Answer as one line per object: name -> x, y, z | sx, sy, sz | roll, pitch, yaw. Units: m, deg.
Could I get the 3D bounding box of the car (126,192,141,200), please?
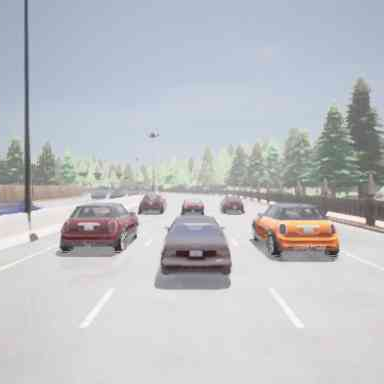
car -> -10.585, 0.672, 60.610 | 1.812, 1.442, 4.674 | 0, 1, 1

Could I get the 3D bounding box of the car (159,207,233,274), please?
car -> 0.092, 1.404, 10.019 | 2.033, 1.411, 5.357 | 0, 1, 0

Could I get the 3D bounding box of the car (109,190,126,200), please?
car -> -14.072, 0.465, 63.054 | 2.097, 1.767, 4.553 | 0, 1, 0

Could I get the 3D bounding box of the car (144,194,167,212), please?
car -> -3.424, 0.932, 29.814 | 2.097, 1.767, 4.553 | 0, 1, 0

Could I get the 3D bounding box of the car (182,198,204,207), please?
car -> 0.078, 1.192, 28.913 | 1.895, 1.301, 4.718 | 0, 1, 0

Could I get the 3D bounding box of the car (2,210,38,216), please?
car -> -10.604, 1.250, 19.729 | 1.812, 1.442, 4.674 | 0, 1, 0

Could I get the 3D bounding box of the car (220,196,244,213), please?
car -> 3.576, 1.100, 30.012 | 1.812, 1.442, 4.674 | 0, 1, 0

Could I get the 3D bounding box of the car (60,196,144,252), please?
car -> -3.411, 1.168, 13.117 | 2.097, 1.767, 4.553 | 0, 1, 0

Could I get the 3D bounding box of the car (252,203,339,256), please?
car -> 3.589, 1.175, 12.374 | 2.097, 1.767, 4.553 | 0, 1, 0
